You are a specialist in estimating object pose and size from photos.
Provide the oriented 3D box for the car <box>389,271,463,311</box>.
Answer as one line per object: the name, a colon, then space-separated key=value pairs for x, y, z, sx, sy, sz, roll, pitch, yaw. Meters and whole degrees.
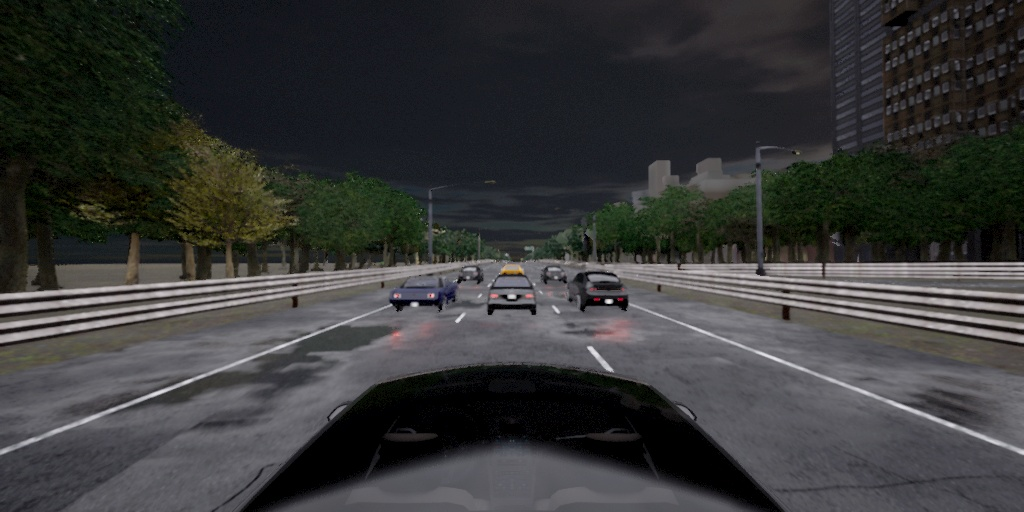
car: x=-3.481 y=1.485 z=15.118 sx=1.895 sy=1.301 sz=4.718 roll=0 pitch=-1 yaw=0

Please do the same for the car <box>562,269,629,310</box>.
car: x=3.520 y=1.393 z=15.365 sx=1.837 sy=1.490 sz=4.892 roll=0 pitch=0 yaw=0

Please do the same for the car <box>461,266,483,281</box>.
car: x=-3.478 y=1.557 z=30.752 sx=1.812 sy=1.442 sz=4.674 roll=0 pitch=0 yaw=0

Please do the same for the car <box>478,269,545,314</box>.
car: x=0.010 y=1.425 z=14.401 sx=2.033 sy=1.411 sz=5.357 roll=0 pitch=-1 yaw=0

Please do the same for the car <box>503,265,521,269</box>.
car: x=0.025 y=1.512 z=31.114 sx=1.882 sy=1.535 sz=5.008 roll=0 pitch=0 yaw=0

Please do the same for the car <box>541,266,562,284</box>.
car: x=3.522 y=1.556 z=30.753 sx=1.812 sy=1.442 sz=4.674 roll=0 pitch=0 yaw=0
